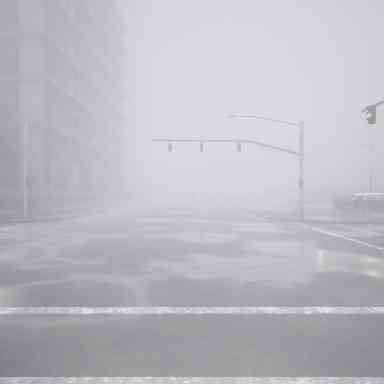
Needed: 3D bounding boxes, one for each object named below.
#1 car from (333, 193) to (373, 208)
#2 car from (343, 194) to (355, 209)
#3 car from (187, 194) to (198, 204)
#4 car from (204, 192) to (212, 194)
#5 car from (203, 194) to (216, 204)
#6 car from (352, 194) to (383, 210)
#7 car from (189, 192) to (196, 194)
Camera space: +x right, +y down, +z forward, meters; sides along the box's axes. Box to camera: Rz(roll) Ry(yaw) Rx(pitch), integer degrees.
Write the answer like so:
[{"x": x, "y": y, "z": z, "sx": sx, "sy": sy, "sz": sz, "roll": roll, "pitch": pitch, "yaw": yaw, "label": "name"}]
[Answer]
[{"x": 25.273, "y": 1.209, "z": 52.251, "sx": 4.605, "sy": 1.855, "sz": 1.932, "roll": 0, "pitch": 0, "yaw": 1, "label": "car"}, {"x": 25.288, "y": 1.419, "z": 49.568, "sx": 3.905, "sy": 1.438, "sz": 1.784, "roll": 0, "pitch": 0, "yaw": 1, "label": "car"}, {"x": 0.057, "y": 1.547, "z": 63.467, "sx": 2.033, "sy": 1.411, "sz": 5.357, "roll": 0, "pitch": 0, "yaw": 0, "label": "car"}, {"x": 3.619, "y": 1.087, "z": 73.898, "sx": 2.150, "sy": 2.045, "sz": 5.566, "roll": 0, "pitch": 0, "yaw": 0, "label": "car"}, {"x": 3.559, "y": 1.526, "z": 63.863, "sx": 1.812, "sy": 1.442, "sz": 4.674, "roll": 0, "pitch": 0, "yaw": 0, "label": "car"}, {"x": 25.250, "y": 1.451, "z": 46.673, "sx": 3.806, "sy": 1.475, "sz": 1.970, "roll": 0, "pitch": 0, "yaw": 1, "label": "car"}, {"x": 0.119, "y": 1.087, "z": 73.919, "sx": 2.150, "sy": 2.045, "sz": 5.566, "roll": 0, "pitch": 0, "yaw": 0, "label": "car"}]
